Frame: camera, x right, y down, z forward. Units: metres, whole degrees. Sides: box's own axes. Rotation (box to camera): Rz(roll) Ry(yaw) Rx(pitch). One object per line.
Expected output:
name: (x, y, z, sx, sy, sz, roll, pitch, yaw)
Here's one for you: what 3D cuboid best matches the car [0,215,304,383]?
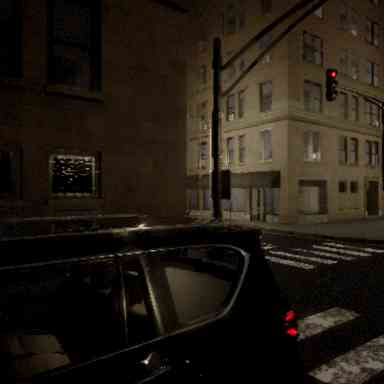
car: (-1.666, 1.254, 2.065, 5.566, 2.045, 2.150, 0, 0, -35)
